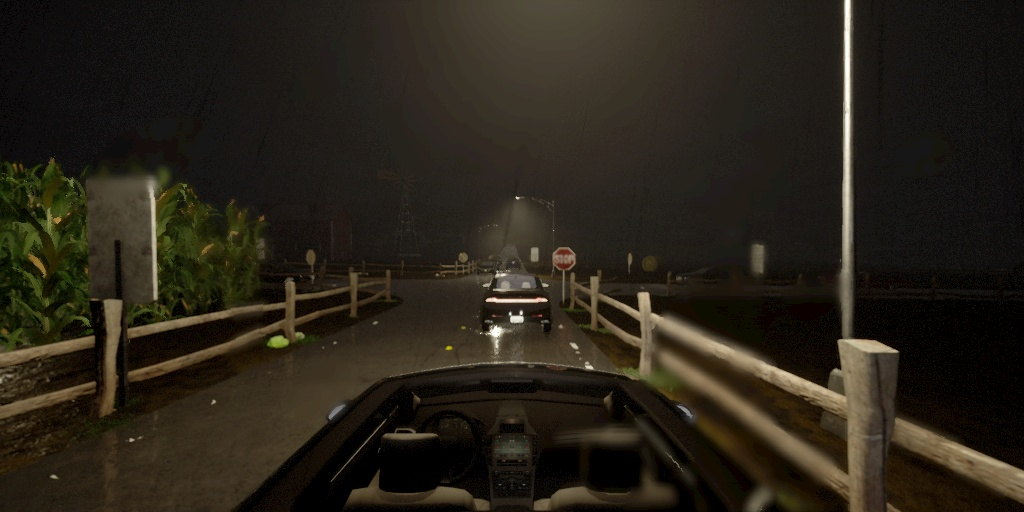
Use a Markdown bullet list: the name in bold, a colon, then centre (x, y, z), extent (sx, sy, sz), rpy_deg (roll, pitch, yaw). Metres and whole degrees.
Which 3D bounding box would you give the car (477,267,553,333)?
- **car**: centre (0.116, 1.260, 10.778), extent (2.128, 1.511, 4.902), rpy_deg (0, 0, 0)

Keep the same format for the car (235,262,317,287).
- **car**: centre (-15.204, 1.145, 22.972), extent (4.892, 1.490, 1.837), rpy_deg (1, 2, -2)

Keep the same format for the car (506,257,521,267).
- **car**: centre (0.200, 0.990, 52.366), extent (2.097, 1.767, 4.553), rpy_deg (0, 1, 0)

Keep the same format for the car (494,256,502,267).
- **car**: centre (-2.737, 1.174, 50.587), extent (1.837, 1.490, 4.892), rpy_deg (0, 1, 0)

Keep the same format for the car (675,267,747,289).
- **car**: centre (14.217, 1.535, 25.715), extent (4.674, 1.442, 1.812), rpy_deg (1, 2, 0)

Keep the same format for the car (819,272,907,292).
- **car**: centre (24.980, 1.787, 25.663), extent (4.718, 1.301, 1.895), rpy_deg (1, 2, 0)

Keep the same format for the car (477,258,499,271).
- **car**: centre (-2.767, 1.261, 40.154), extent (1.882, 1.535, 5.008), rpy_deg (0, 0, 0)
